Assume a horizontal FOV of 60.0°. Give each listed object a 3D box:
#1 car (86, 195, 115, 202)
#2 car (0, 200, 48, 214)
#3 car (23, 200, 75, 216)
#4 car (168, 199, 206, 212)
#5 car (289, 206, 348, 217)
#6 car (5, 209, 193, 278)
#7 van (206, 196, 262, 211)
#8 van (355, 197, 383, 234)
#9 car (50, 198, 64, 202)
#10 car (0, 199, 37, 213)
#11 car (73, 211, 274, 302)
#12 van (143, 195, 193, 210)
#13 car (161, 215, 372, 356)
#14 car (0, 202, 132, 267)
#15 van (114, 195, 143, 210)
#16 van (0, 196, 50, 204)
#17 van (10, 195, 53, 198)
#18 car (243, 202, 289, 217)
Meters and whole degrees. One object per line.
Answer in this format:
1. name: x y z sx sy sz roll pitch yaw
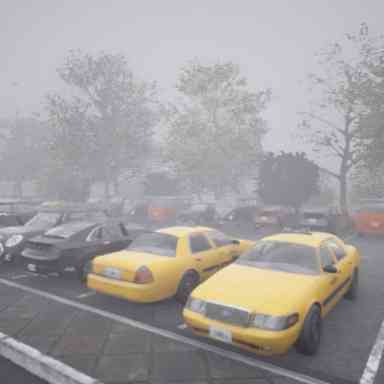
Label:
1. car: -5.891 1.312 28.455 2.435 2.045 5.566 0 0 36
2. car: -19.349 1.694 38.207 2.002 1.452 4.674 0 0 36
3. car: -14.957 1.664 35.040 2.002 1.452 4.674 0 0 36
4. car: 0.866 1.517 23.617 2.097 1.535 5.008 0 0 36
5. car: 7.509 1.522 18.848 2.163 1.488 4.792 0 0 36
6. car: -2.350 1.502 9.792 2.231 1.521 4.892 0 0 36
7. van: 3.057 1.279 21.894 1.878 1.987 4.442 0 0 35
8. van: 9.807 1.270 17.297 1.878 1.987 4.442 0 0 36
9. car: -12.615 1.608 33.339 2.097 1.535 5.008 0 0 36
10. car: -21.598 1.669 39.826 2.097 1.535 5.008 0 0 36
11. car: 0.005 1.495 8.326 1.946 1.575 5.366 0 0 36
12. van: -1.315 1.307 25.329 1.878 1.987 4.442 0 0 36
13. car: 1.939 1.497 6.473 1.946 1.575 5.366 0 0 36
14. car: -4.582 1.384 11.449 2.185 1.767 4.553 0 0 36
15. van: -3.698 1.322 26.762 1.878 1.987 4.442 0 0 36
16. van: -9.032 1.312 14.768 1.878 1.987 4.442 0 0 36
17. van: -17.137 1.414 36.756 1.878 1.987 4.442 0 0 36
18. car: 5.369 1.525 20.394 2.163 1.488 4.792 0 0 36
